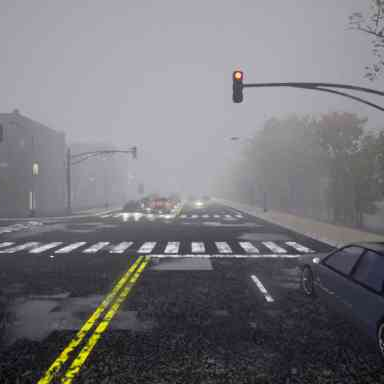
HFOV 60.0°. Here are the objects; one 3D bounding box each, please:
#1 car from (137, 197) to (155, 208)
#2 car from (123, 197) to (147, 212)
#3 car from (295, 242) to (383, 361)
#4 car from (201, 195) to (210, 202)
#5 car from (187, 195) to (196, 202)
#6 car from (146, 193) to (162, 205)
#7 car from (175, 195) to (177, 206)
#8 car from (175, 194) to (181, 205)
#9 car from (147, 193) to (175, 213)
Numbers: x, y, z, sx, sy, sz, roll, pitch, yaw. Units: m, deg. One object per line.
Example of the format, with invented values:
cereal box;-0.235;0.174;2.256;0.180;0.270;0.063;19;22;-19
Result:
car;-6.623;1.499;48.422;1.837;1.490;4.892;0;0;0
car;-6.603;1.558;38.027;1.994;1.385;4.181;0;0;0
car;3.353;1.546;5.448;2.033;1.411;5.357;0;0;0
car;3.149;1.470;78.813;1.882;1.535;5.008;0;0;0
car;-0.100;1.517;79.012;1.812;1.442;4.674;0;0;0
car;-6.629;1.215;58.941;2.150;2.045;5.566;0;0;0
car;-3.369;1.499;45.380;1.837;1.490;4.892;0;0;0
car;-3.383;1.485;55.643;2.128;1.511;4.902;0;0;0
car;-3.350;1.347;36.509;2.097;1.767;4.553;0;0;0
